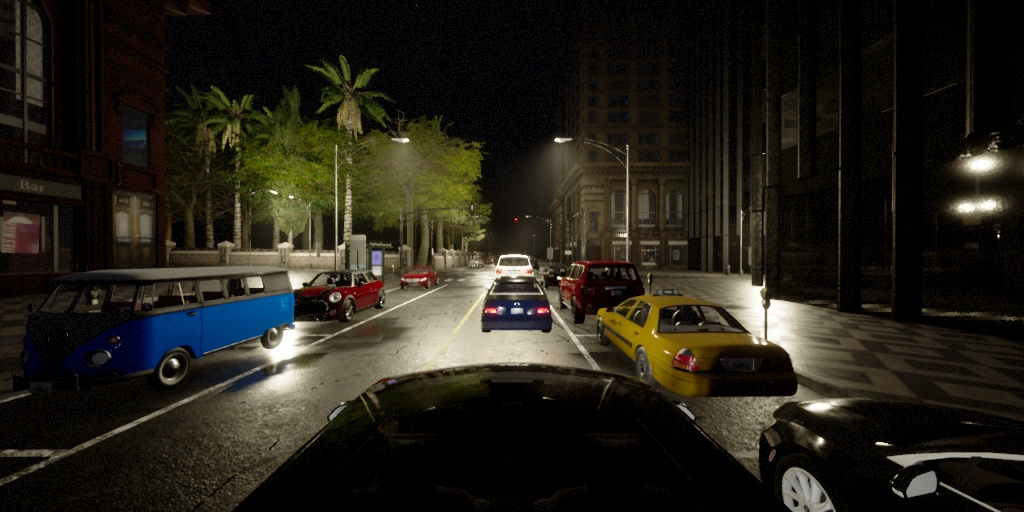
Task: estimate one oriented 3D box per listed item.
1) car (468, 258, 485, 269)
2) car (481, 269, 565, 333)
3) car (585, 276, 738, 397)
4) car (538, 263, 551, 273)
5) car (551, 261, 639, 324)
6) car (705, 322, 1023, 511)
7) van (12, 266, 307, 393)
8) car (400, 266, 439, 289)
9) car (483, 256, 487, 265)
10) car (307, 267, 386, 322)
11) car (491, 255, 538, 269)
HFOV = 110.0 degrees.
[{"bbox_3d":[-5.725,1.266,54.618,2.007,1.370,4.403,0,0,0],"label":"car"},{"bbox_3d":[0.109,1.295,10.706,2.033,1.411,5.357,0,0,0],"label":"car"},{"bbox_3d":[2.766,1.274,6.629,1.751,1.417,4.829,0,0,0],"label":"car"},{"bbox_3d":[2.777,1.307,22.735,1.948,1.339,4.313,0,0,0],"label":"car"},{"bbox_3d":[2.770,1.061,11.884,2.192,1.841,5.009,0,0,0],"label":"car"},{"bbox_3d":[2.762,1.301,1.034,2.007,1.370,4.403,0,0,0],"label":"car"},{"bbox_3d":[-5.759,1.090,6.480,1.690,1.789,3.998,0,0,0],"label":"van"},{"bbox_3d":[-5.748,1.323,22.759,1.802,1.307,4.207,0,0,0],"label":"car"},{"bbox_3d":[-5.721,1.150,60.038,1.967,1.591,4.097,0,0,0],"label":"car"},{"bbox_3d":[-5.756,1.187,11.906,1.967,1.591,4.097,0,0,0],"label":"car"},{"bbox_3d":[0.115,0.965,21.277,2.150,2.045,5.566,0,0,0],"label":"car"}]
